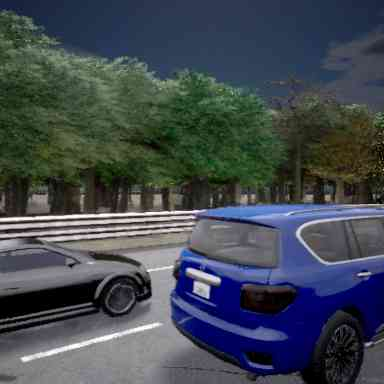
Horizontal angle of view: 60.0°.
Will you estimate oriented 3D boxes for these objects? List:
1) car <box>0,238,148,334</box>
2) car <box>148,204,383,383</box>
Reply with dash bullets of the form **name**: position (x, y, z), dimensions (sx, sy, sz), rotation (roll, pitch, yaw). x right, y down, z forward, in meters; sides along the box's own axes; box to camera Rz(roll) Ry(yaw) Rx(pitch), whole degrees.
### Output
- **car**: position (-2.847, 1.548, 5.997), dimensions (4.181, 1.385, 1.994), rotation (0, 0, -35)
- **car**: position (2.314, 1.218, 5.381), dimensions (5.566, 2.045, 2.150), rotation (0, 0, -35)
